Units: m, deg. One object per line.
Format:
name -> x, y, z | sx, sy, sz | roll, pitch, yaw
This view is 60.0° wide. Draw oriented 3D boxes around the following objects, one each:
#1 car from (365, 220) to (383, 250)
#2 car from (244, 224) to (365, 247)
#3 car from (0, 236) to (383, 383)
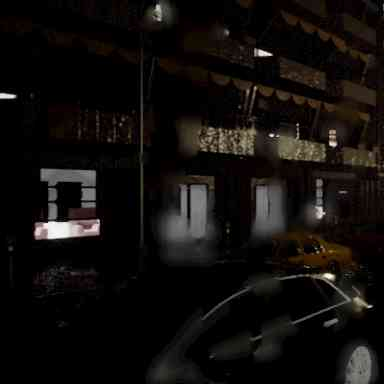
car -> 6.596, 1.634, 11.280 | 4.507, 1.381, 1.887 | 1, -1, -36
car -> 1.962, 1.571, 7.969 | 4.829, 1.417, 1.752 | 1, -1, -36
car -> 0.129, 1.520, 3.472 | 4.892, 1.490, 1.837 | 1, 0, -36
